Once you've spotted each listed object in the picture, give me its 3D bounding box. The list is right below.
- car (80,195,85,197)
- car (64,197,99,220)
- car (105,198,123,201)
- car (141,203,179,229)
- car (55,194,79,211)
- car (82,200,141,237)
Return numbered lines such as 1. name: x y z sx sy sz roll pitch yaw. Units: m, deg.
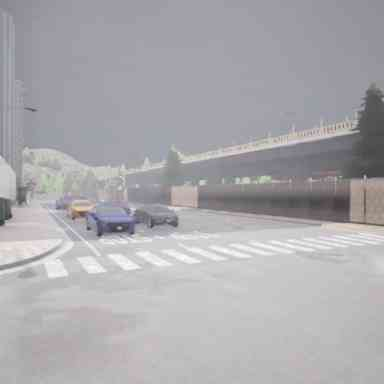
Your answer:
1. car: -13.014 1.493 43.618 2.128 1.511 4.902 0 0 -26
2. car: -9.236 1.457 27.813 1.882 1.535 5.008 0 0 -26
3. car: -7.399 1.345 32.041 2.097 1.767 4.553 0 0 -26
4. car: -2.447 1.491 21.856 1.837 1.490 4.892 0 0 -26
5. car: -15.640 1.339 41.007 2.097 1.767 4.553 0 0 -26
6. car: -4.568 1.451 18.218 1.882 1.535 5.008 0 0 -26
